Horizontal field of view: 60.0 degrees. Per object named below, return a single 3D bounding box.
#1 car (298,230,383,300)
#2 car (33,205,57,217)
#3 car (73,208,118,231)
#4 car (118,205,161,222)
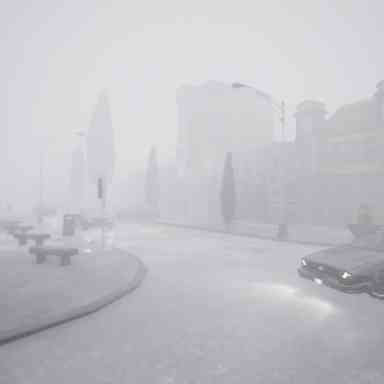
[{"bbox_3d":[5.488,1.713,8.626,5.357,1.411,2.033,0,0,-18],"label":"car"},{"bbox_3d":[-16.805,2.104,37.960,1.895,1.301,4.718,1,-1,-33],"label":"car"},{"bbox_3d":[-7.138,1.846,23.429,1.812,1.442,4.674,1,-1,-34],"label":"car"},{"bbox_3d":[-4.951,1.933,30.208,4.674,1.442,1.812,-2,0,35],"label":"car"}]
